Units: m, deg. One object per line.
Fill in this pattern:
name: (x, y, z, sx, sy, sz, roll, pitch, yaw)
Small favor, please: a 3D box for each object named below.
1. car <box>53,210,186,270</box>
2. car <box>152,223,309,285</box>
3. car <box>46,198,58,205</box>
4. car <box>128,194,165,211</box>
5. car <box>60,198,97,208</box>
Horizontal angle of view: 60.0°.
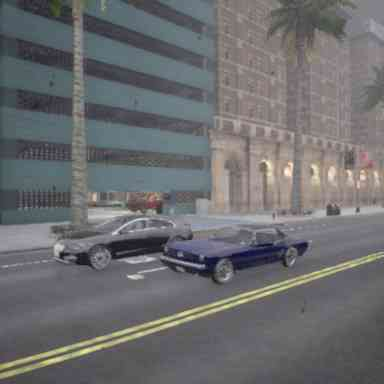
car: (-2.139, 1.563, 11.438, 4.902, 1.511, 2.128, 0, 0, -40)
car: (1.401, 1.648, 9.842, 4.718, 1.301, 1.895, 0, 0, -40)
car: (-24.326, 1.834, 60.023, 4.786, 1.482, 2.161, 0, 0, -41)
car: (-4.422, 1.244, 37.444, 5.566, 2.045, 2.435, 0, 0, -41)
car: (-17.092, 1.805, 50.945, 4.718, 1.301, 1.895, 0, 0, -41)
